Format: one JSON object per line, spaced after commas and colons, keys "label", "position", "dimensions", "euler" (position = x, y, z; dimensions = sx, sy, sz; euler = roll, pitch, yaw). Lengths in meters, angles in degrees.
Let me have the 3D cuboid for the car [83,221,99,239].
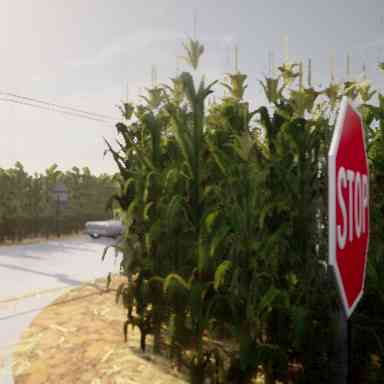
{"label": "car", "position": [-3.255, 1.695, 17.369], "dimensions": [1.895, 1.301, 4.718], "euler": [0, 0, 35]}
